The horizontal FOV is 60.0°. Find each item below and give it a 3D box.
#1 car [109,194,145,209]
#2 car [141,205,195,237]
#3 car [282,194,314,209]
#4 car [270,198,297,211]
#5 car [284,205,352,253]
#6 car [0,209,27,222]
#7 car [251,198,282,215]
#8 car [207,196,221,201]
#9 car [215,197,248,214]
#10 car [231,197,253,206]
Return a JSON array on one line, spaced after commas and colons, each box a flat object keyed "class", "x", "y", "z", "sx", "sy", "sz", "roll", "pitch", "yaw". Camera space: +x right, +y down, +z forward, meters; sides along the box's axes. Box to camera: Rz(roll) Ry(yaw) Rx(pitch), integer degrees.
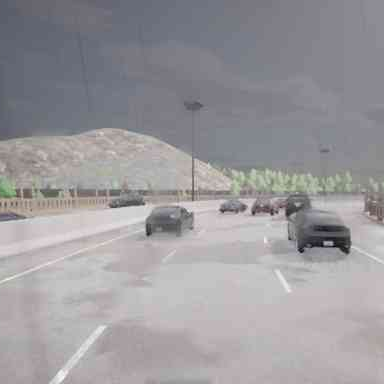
[{"class": "car", "x": -8.149, "y": 1.221, "z": 42.093, "sx": 2.150, "sy": 2.045, "sz": 5.566, "roll": 0, "pitch": 0, "yaw": 24}, {"class": "car", "x": -1.092, "y": 1.506, "z": 18.325, "sx": 1.837, "sy": 1.490, "sz": 4.892, "roll": 0, "pitch": 0, "yaw": 11}, {"class": "car", "x": 9.748, "y": 1.219, "z": 30.095, "sx": 2.150, "sy": 2.045, "sz": 5.566, "roll": 0, "pitch": 0, "yaw": 21}, {"class": "car", "x": 11.757, "y": 1.545, "z": 42.525, "sx": 2.033, "sy": 1.411, "sz": 5.357, "roll": 0, "pitch": 0, "yaw": 31}, {"class": "car", "x": 5.112, "y": 1.505, "z": 13.795, "sx": 1.837, "sy": 1.490, "sz": 4.892, "roll": 0, "pitch": 0, "yaw": 10}, {"class": "car", "x": -9.189, "y": 1.491, "z": 14.238, "sx": 2.128, "sy": 1.511, "sz": 4.902, "roll": 0, "pitch": 0, "yaw": 10}, {"class": "car", "x": 7.418, "y": 1.351, "z": 33.416, "sx": 2.097, "sy": 1.767, "sz": 4.553, "roll": 0, "pitch": 0, "yaw": 23}, {"class": "car", "x": 4.218, "y": 1.505, "z": 57.111, "sx": 1.837, "sy": 1.490, "sz": 4.892, "roll": 0, "pitch": -1, "yaw": 34}, {"class": "car", "x": 4.555, "y": 1.546, "z": 35.879, "sx": 2.033, "sy": 1.411, "sz": 5.357, "roll": 0, "pitch": 0, "yaw": 24}, {"class": "car", "x": 8.602, "y": 1.565, "z": 57.330, "sx": 1.994, "sy": 1.385, "sz": 4.181, "roll": 0, "pitch": 0, "yaw": 36}]
